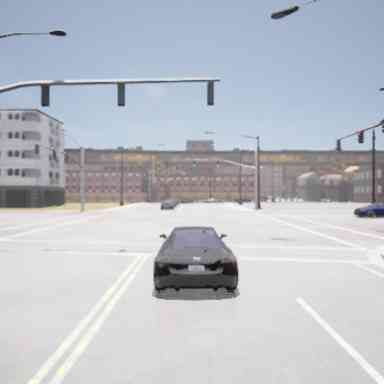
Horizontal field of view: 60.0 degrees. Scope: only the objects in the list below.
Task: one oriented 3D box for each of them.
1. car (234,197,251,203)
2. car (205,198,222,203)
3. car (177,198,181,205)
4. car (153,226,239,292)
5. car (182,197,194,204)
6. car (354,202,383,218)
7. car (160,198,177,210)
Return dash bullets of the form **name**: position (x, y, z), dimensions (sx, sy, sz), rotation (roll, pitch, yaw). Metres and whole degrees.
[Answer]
- **car**: position (13.399, 2.112, 88.192), dimensions (4.902, 1.511, 2.128), rotation (0, 0, -24)
- **car**: position (5.358, 2.145, 82.265), dimensions (1.895, 1.301, 4.718), rotation (0, -1, 44)
- **car**: position (-3.579, 1.882, 58.418), dimensions (2.128, 1.511, 4.902), rotation (0, 0, 0)
- **car**: position (0.042, 1.625, 9.152), dimensions (1.994, 1.385, 4.181), rotation (0, 0, -2)
- **car**: position (-1.117, 2.026, 78.739), dimensions (1.837, 1.490, 4.892), rotation (0, 0, 23)
- **car**: position (17.053, 1.636, 30.285), dimensions (4.181, 1.385, 1.994), rotation (-1, 0, 1)
- **car**: position (-3.590, 1.856, 49.278), dimensions (1.812, 1.442, 4.674), rotation (0, 0, 0)
